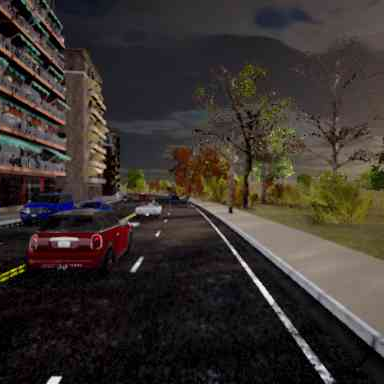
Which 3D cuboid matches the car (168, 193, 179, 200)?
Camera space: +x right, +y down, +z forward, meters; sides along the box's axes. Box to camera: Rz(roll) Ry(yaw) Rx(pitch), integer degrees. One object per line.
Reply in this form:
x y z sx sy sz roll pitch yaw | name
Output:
-4.123 1.205 78.920 1.994 1.385 4.181 0 0 -6 | car

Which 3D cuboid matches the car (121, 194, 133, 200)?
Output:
-12.478 1.227 64.141 2.128 1.511 4.902 0 0 -4 | car

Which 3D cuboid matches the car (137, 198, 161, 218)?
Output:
-3.627 1.485 28.456 1.895 1.301 4.718 0 0 -2 | car

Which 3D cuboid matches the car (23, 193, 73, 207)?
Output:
-10.180 1.125 23.981 2.150 2.045 5.566 0 0 -2 | car

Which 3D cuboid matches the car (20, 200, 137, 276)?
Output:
-3.208 1.310 10.417 2.097 1.767 4.553 0 0 -1 | car

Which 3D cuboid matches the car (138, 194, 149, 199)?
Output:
-9.174 1.205 63.635 1.882 1.535 5.008 0 0 -4 | car

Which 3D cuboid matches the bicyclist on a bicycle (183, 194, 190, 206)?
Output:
-0.636 1.161 49.320 0.659 1.776 1.843 0 0 -4 | bicyclist on a bicycle

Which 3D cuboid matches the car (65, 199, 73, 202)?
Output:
-6.907 1.385 23.159 1.882 1.535 5.008 0 0 -2 | car

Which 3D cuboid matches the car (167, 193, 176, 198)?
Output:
-5.787 0.958 93.183 2.128 1.511 4.902 0 0 -8 | car
